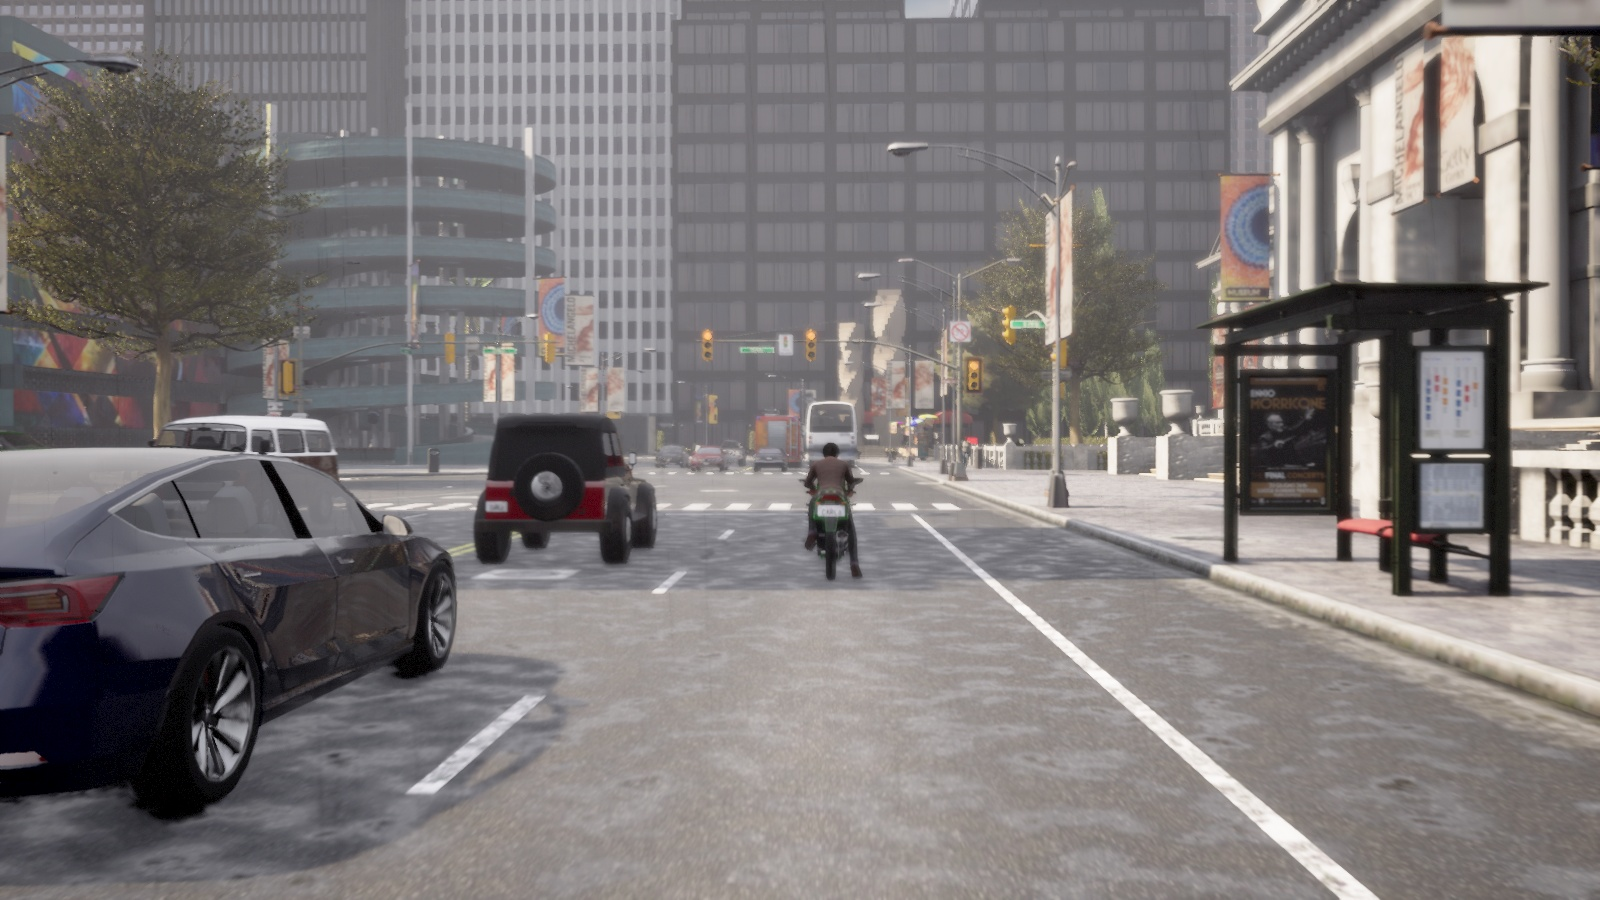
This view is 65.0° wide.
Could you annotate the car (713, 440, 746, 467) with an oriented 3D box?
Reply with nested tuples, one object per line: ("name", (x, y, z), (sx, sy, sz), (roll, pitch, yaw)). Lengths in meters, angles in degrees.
("car", (-4.826, 0.217, 86.671), (1.932, 1.855, 4.605), (0, 0, 1))

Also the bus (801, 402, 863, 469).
("bus", (2.137, -0.963, 84.808), (3.944, 4.253, 10.273), (0, 0, 1))

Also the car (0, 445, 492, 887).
("car", (-3.333, 0.717, 6.635), (2.163, 1.488, 4.792), (0, 0, 1))

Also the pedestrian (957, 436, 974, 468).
("pedestrian", (9.616, 0.126, 72.916), (0.874, 1.855, 0.900), (0, 0, 11))

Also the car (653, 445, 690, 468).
("car", (-8.419, 0.419, 82.514), (1.837, 1.490, 4.892), (0, 0, 1))

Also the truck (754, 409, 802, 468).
("truck", (-1.373, -0.755, 84.739), (2.891, 3.827, 8.468), (0, 0, 1))

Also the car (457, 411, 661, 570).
("car", (-3.084, 0.473, 16.861), (1.905, 1.878, 3.866), (0, 0, 1))

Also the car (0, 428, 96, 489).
("car", (-27.627, 0.267, 43.290), (5.566, 2.045, 2.150), (0, 0, 2))

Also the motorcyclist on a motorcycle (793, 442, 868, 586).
("motorcyclist on a motorcycle", (0.352, 0.673, 14.354), (0.797, 1.523, 2.044), (0, 0, 1))

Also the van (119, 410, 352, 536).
("van", (-9.939, 0.375, 22.574), (2.069, 2.038, 4.480), (0, 0, 2))

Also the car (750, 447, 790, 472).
("car", (-1.671, 0.512, 71.458), (2.033, 1.411, 5.357), (0, 0, 1))

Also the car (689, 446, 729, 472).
("car", (-5.166, 0.485, 71.803), (1.812, 1.442, 4.674), (0, 0, 1))
